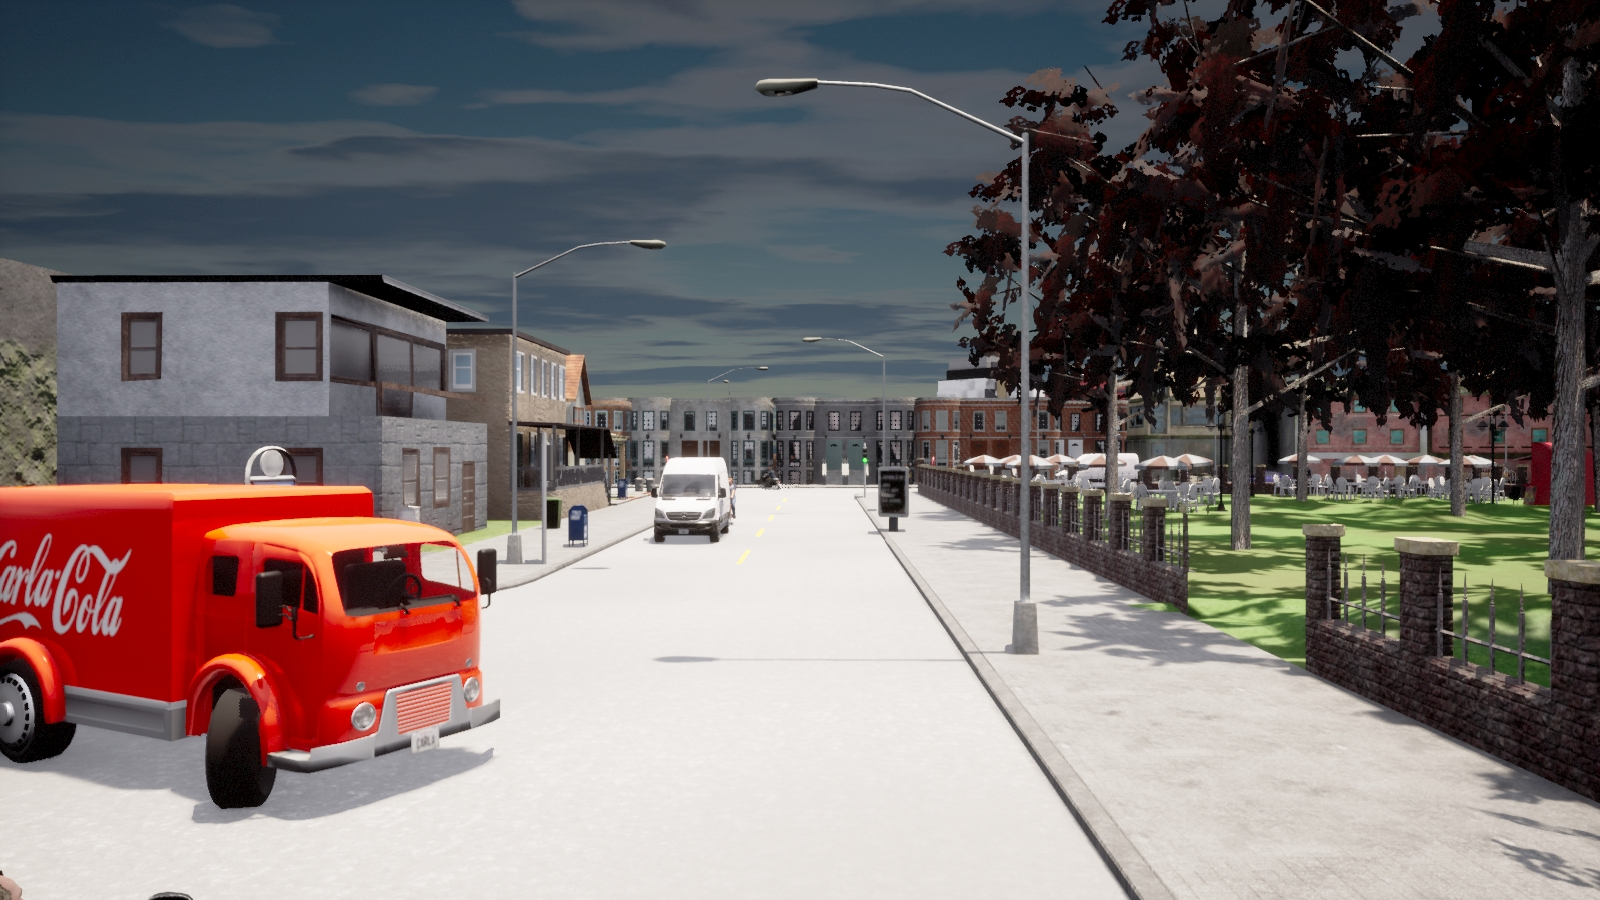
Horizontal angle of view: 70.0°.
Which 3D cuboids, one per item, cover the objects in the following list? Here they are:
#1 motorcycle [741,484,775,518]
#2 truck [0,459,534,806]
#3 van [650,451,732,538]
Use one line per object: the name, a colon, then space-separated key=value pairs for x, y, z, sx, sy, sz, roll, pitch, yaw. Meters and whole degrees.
motorcycle: x=-1.677 y=1.985 z=45.065 sx=0.867 sy=1.251 sz=2.209 roll=0 pitch=0 yaw=-15
truck: x=-5.383 y=1.346 z=10.701 sx=5.204 sy=2.467 sz=2.627 roll=0 pitch=0 yaw=29
van: x=-3.393 y=1.314 z=36.728 sx=1.988 sy=2.561 sz=5.915 roll=0 pitch=0 yaw=1
